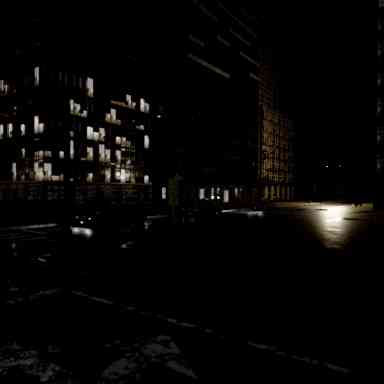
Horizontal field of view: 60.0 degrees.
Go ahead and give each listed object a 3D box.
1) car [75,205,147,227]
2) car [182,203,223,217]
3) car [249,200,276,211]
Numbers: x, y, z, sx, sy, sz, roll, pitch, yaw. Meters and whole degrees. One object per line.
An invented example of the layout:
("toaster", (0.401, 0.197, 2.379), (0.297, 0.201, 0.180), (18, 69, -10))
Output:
("car", (-5.624, 1.612, 23.881), (2.033, 1.411, 5.357), (1, 0, 37))
("car", (1.080, 1.716, 32.883), (1.895, 1.301, 4.718), (1, 0, 37))
("car", (9.316, 1.778, 43.890), (1.895, 1.301, 4.718), (1, 0, 37))
